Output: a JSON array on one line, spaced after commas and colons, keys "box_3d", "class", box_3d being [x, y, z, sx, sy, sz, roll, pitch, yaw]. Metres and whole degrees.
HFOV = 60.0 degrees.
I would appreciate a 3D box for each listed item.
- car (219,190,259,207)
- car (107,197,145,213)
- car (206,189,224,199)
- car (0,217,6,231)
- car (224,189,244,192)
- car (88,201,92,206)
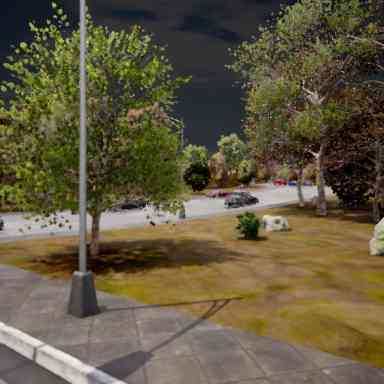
[{"box_3d": [5.758, 0.911, 38.456, 2.033, 1.411, 5.357, 0, 3, 39], "class": "car"}, {"box_3d": [-6.936, 1.264, 33.919, 2.128, 1.511, 4.902, 0, 2, 39], "class": "car"}, {"box_3d": [4.219, 0.306, 53.431, 1.882, 1.535, 5.008, 0, 3, 39], "class": "car"}, {"box_3d": [-11.898, 1.489, 16.302, 2.128, 1.511, 4.902, 0, 0, 39], "class": "car"}, {"box_3d": [7.365, 0.322, 51.752, 1.812, 1.442, 4.674, 0, 3, 39], "class": "car"}, {"box_3d": [-9.961, 1.348, 35.738, 1.994, 1.385, 4.181, 0, 2, 39], "class": "car"}]
